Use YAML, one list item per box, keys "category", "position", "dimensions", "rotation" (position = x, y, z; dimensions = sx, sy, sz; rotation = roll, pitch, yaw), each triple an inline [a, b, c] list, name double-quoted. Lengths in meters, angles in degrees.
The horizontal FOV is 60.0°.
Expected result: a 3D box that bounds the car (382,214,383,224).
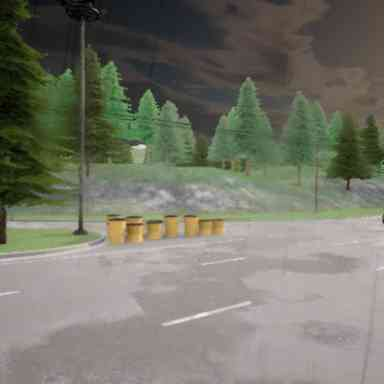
- category: "car"
  position: [15.081, 1.711, 23.099]
  dimensions: [4.892, 1.490, 1.837]
  rotation: [0, 0, -35]
